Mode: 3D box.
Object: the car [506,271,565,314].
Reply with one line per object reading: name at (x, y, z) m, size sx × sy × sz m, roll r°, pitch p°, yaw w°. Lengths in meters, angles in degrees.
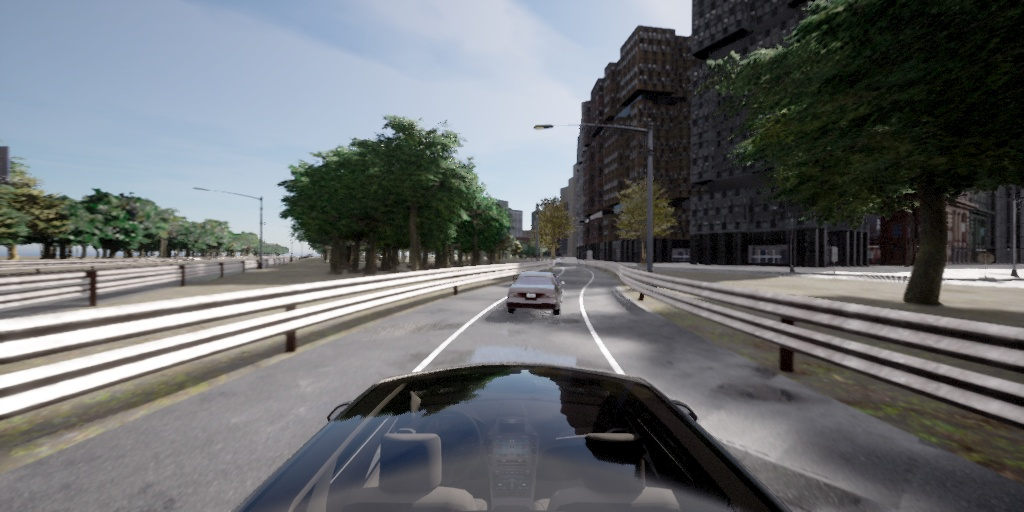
car at (1.003, 1.303, 13.881) m, size 2.033 × 1.411 × 5.357 m, roll 0°, pitch 0°, yaw 9°
